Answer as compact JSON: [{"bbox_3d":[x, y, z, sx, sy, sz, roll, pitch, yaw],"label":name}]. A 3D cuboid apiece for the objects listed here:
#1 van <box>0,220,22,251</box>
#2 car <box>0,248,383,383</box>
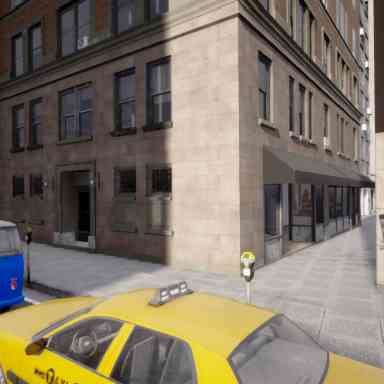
[{"bbox_3d":[-4.877,1.342,6.351,3.998,1.788,1.690,0,-1,36],"label":"van"},{"bbox_3d":[-0.402,1.526,3.147,4.829,1.417,1.752,0,-1,36],"label":"car"}]
